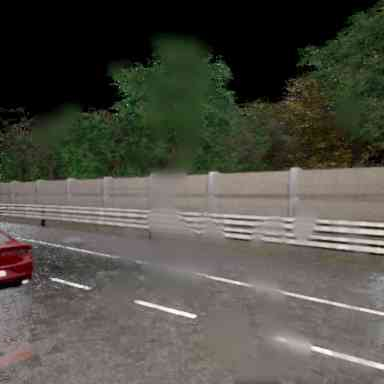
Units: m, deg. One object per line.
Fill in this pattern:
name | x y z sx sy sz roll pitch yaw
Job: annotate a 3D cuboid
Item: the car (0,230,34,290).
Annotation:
car | -5.836 1.483 8.049 5.008 1.535 1.882 0 0 36
